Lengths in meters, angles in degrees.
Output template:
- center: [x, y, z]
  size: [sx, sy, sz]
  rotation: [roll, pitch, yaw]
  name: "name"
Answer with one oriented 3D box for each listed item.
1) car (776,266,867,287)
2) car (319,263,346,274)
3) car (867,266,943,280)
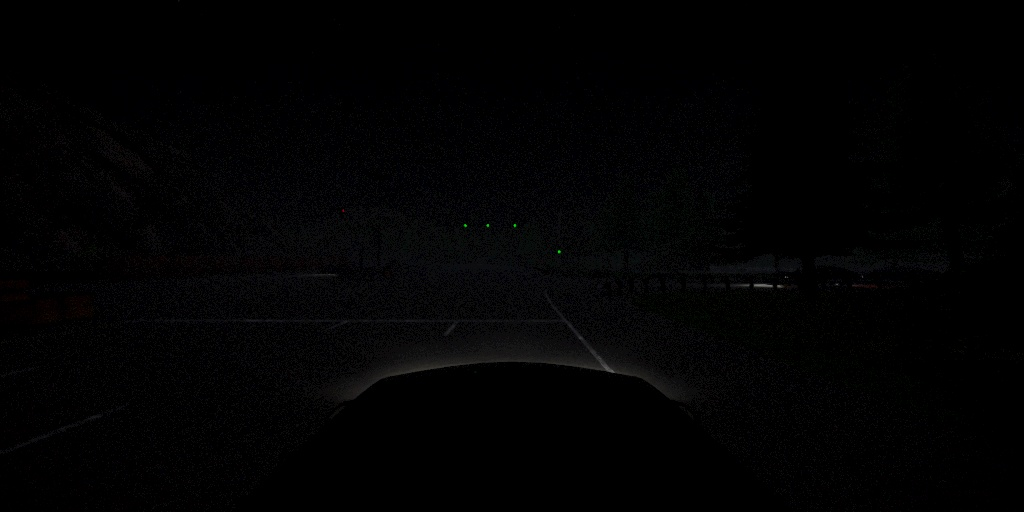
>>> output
- center: [22.482, 1.473, 26.517]
  size: [4.892, 1.490, 1.837]
  rotation: [0, -1, 12]
  name: "car"
- center: [-24.536, 1.747, 49.353]
  size: [1.837, 1.490, 4.892]
  rotation: [0, 0, 0]
  name: "car"
- center: [30.291, 1.529, 28.250]
  size: [5.357, 1.411, 2.033]
  rotation: [0, 0, 16]
  name: "car"
